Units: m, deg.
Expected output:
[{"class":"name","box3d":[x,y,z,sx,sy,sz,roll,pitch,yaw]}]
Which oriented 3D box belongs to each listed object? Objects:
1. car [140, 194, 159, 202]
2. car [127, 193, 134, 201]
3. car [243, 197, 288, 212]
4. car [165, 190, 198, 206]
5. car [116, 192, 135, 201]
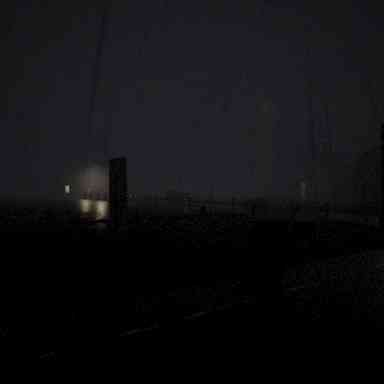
[{"class":"car","box3d":[-7.491,1.000,58.158,1.812,1.442,4.674,-1,1,-35]},{"class":"car","box3d":[-12.658,0.814,60.560,2.097,1.767,4.553,-1,1,-36]},{"class":"car","box3d":[7.201,1.268,32.789,2.128,1.511,4.902,-1,1,-36]},{"class":"car","box3d":[-1.543,0.848,44.940,2.150,2.045,5.566,-1,2,-36]},{"class":"car","box3d":[-13.331,0.854,66.205,1.882,1.535,5.008,-1,1,-36]}]
